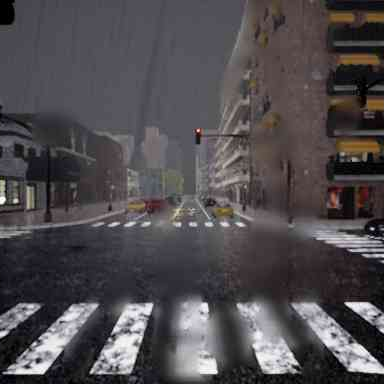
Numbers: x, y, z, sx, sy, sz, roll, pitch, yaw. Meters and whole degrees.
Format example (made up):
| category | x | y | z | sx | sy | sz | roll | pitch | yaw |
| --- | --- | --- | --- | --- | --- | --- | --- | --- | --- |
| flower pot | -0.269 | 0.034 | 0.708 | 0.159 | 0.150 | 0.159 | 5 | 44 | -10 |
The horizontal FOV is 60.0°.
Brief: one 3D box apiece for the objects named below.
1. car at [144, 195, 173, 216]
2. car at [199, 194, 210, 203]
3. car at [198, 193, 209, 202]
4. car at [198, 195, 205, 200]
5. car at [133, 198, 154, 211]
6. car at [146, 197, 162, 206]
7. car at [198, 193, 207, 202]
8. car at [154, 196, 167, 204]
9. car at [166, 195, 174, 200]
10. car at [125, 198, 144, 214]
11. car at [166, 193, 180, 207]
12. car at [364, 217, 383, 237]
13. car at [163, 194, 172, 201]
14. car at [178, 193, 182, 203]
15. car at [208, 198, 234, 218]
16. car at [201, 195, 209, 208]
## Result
| category | x | y | z | sx | sy | sz | roll | pitch | yaw |
| --- | --- | --- | --- | --- | --- | --- | --- | --- | --- |
| car | -3.181 | 1.399 | 32.273 | 1.882 | 1.535 | 5.008 | 0 | 0 | 0 |
| car | 2.517 | 1.302 | 68.672 | 1.967 | 1.590 | 4.097 | 0 | 0 | 0 |
| car | 2.503 | 1.171 | 74.369 | 2.192 | 1.841 | 5.009 | 0 | 0 | 0 |
| car | 2.472 | 1.429 | 85.763 | 1.802 | 1.307 | 4.206 | 0 | 0 | 0 |
| car | -5.789 | 1.450 | 40.172 | 1.887 | 1.381 | 4.507 | 0 | 0 | 0 |
| car | -5.819 | 1.430 | 51.566 | 1.887 | 1.381 | 4.507 | 0 | 0 | 0 |
| car | 2.532 | 1.419 | 62.975 | 2.008 | 1.369 | 4.403 | 0 | 0 | 0 |
| car | -5.849 | 1.420 | 62.958 | 2.008 | 1.369 | 4.403 | 0 | 0 | 0 |
| car | -5.924 | 1.410 | 91.440 | 1.947 | 1.339 | 4.313 | 0 | 0 | 0 |
| car | -5.774 | 1.443 | 34.305 | 1.752 | 1.417 | 4.829 | 0 | 0 | 0 |
| car | -3.209 | 1.392 | 48.834 | 1.837 | 1.490 | 4.892 | 0 | 1 | 0 |
| car | 10.414 | 1.522 | 15.571 | 4.181 | 1.385 | 1.994 | -1 | 0 | -1 |
| car | -5.892 | 1.292 | 80.048 | 1.967 | 1.590 | 4.097 | 0 | 0 | 0 |
| car | -3.168 | 1.194 | 64.697 | 2.150 | 2.045 | 5.566 | 0 | 0 | 0 |
| car | 2.621 | 1.454 | 28.965 | 1.752 | 1.417 | 4.829 | 0 | 0 | 0 |
| car | 2.576 | 1.460 | 45.885 | 1.947 | 1.339 | 4.313 | 0 | 0 | 0 |
